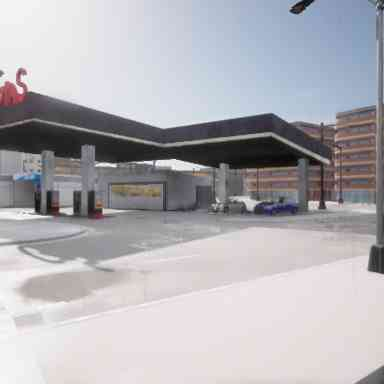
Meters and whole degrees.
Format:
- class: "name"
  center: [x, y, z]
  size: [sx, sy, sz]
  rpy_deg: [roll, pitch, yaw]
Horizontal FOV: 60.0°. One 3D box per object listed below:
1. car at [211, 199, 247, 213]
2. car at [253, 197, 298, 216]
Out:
- class: "car"
  center: [3.932, 1.451, 35.484]
  size: [3.806, 1.475, 1.970]
  rpy_deg: [0, 0, -35]
- class: "car"
  center: [7.889, 1.291, 31.250]
  size: [4.611, 1.667, 2.242]
  rpy_deg: [0, 0, -35]
